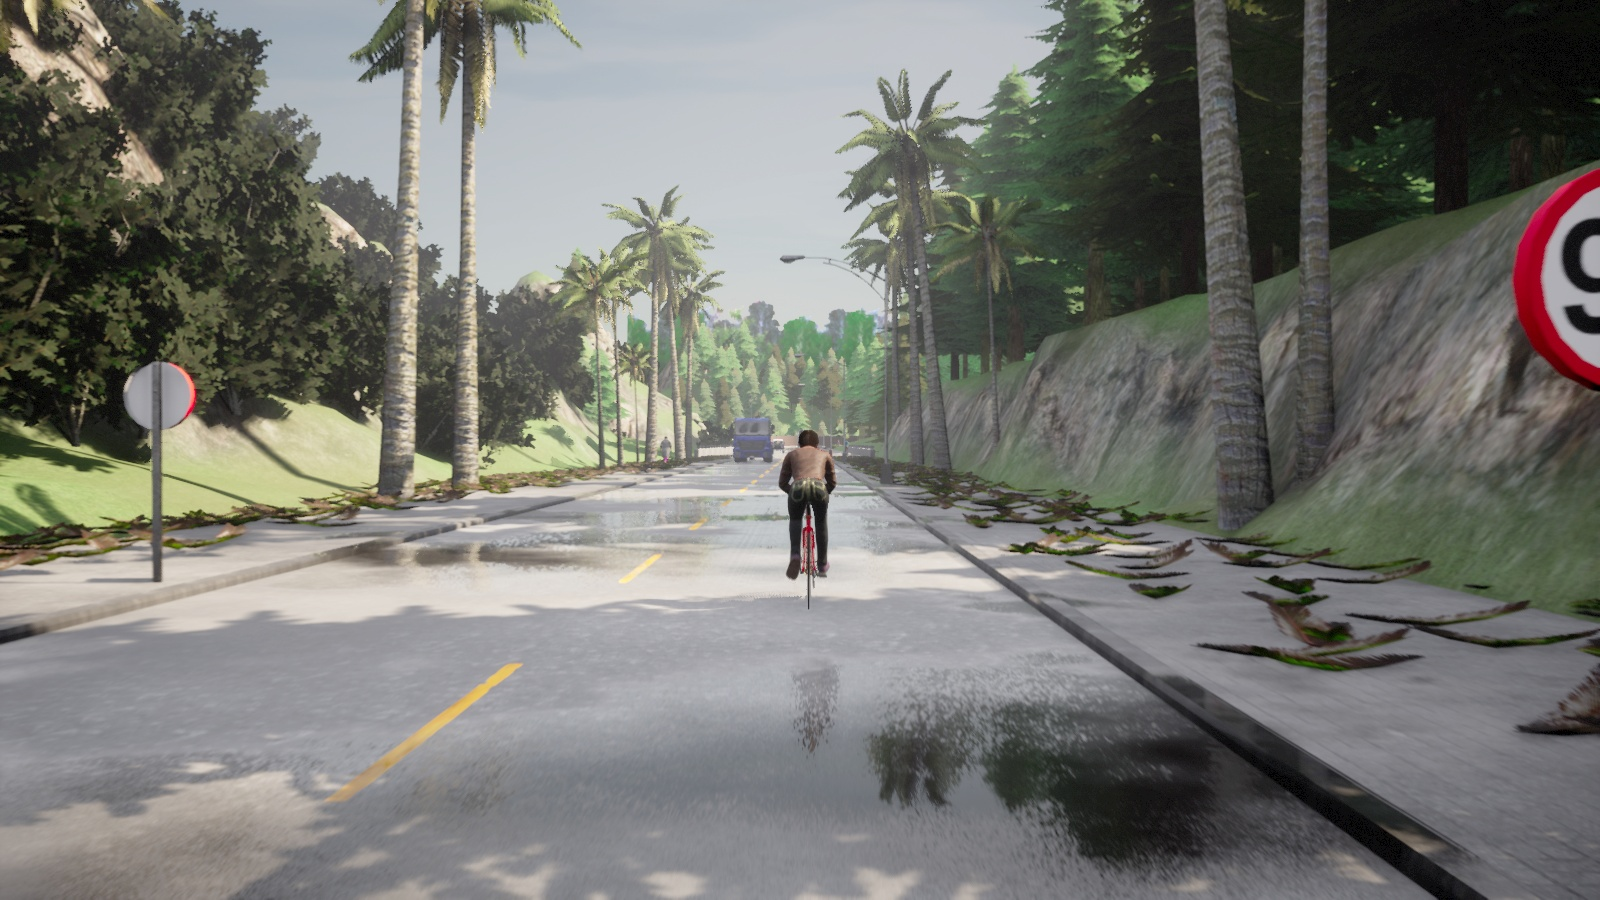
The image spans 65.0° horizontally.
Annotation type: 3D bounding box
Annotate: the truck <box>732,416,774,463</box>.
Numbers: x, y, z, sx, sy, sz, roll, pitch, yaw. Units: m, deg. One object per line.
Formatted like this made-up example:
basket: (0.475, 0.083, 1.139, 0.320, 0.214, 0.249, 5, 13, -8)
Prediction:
truck: (-3.525, -0.780, 96.067, 2.891, 3.462, 7.936, 0, 0, 0)

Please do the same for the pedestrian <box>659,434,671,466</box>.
pedestrian: (-8.188, -0.005, 76.164, 0.659, 1.952, 0.873, 0, 0, 0)

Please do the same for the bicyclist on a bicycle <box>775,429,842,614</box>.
bicyclist on a bicycle: (0.080, 0.633, 11.838, 0.582, 1.620, 1.656, 0, 0, 0)
